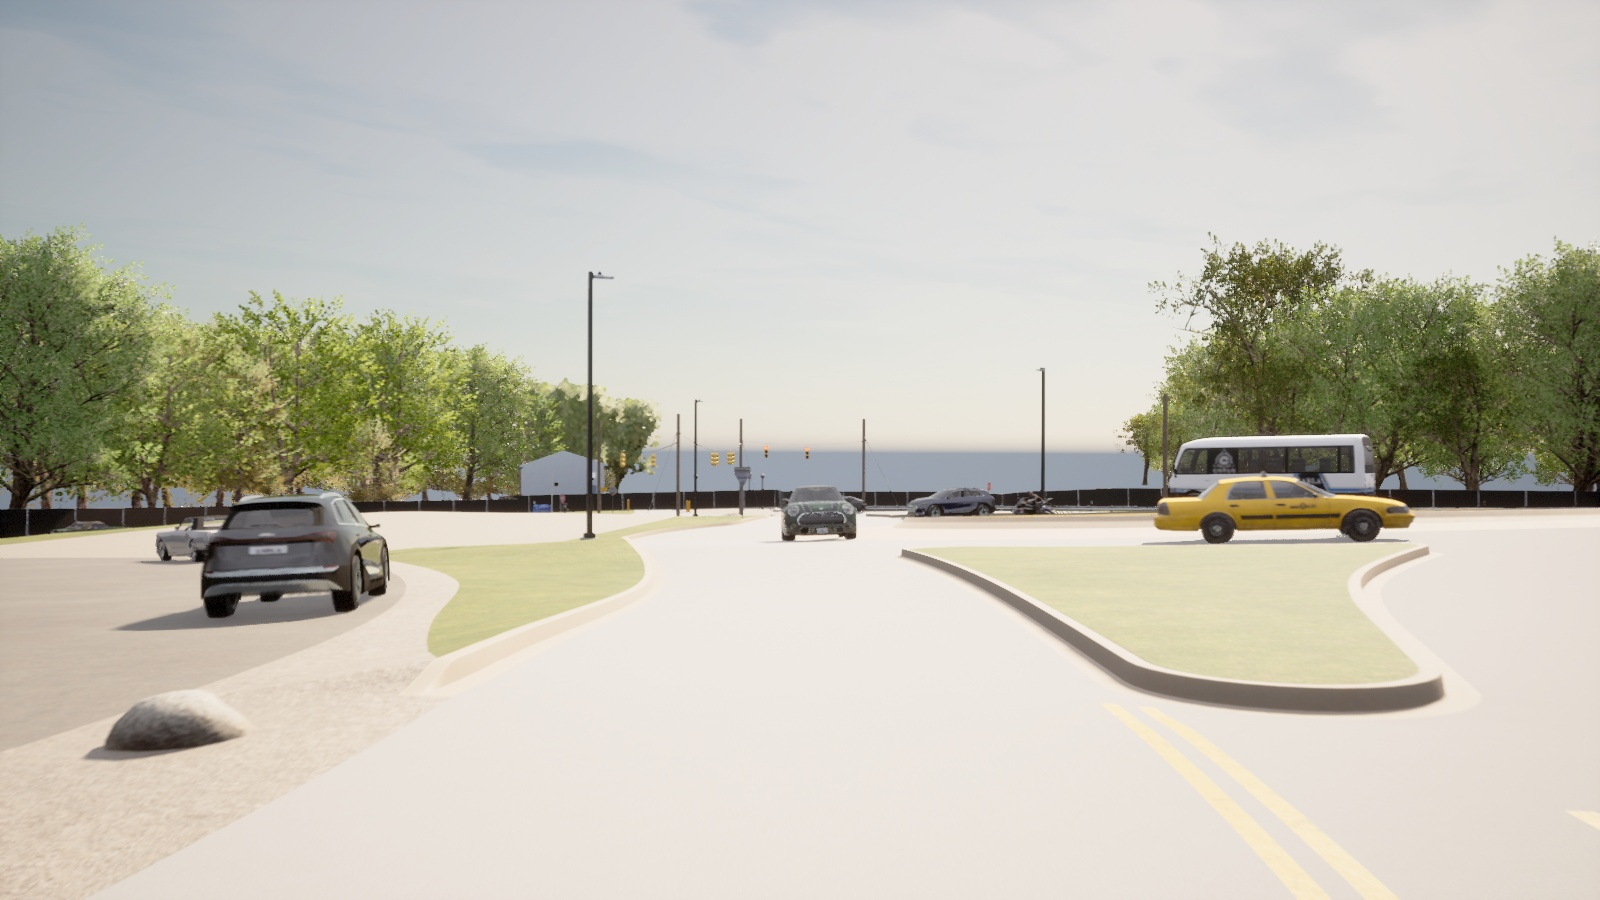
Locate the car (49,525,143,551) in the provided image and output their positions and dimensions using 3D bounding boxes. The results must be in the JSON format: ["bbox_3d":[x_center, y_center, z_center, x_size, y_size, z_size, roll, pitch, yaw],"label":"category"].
[{"bbox_3d":[-43.214,5.384,77.194,1.895,1.301,4.718,0,-1,28],"label":"car"}]

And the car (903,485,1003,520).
[{"bbox_3d":[8.063,2.742,66.369,4.856,1.649,2.033,-1,0,-23],"label":"car"}]

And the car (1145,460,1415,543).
[{"bbox_3d":[10.507,1.138,27.899,5.366,1.575,1.801,-3,-1,16],"label":"car"}]

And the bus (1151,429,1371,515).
[{"bbox_3d":[24.406,1.223,66.782,10.273,4.253,3.944,-2,-1,34],"label":"bus"}]

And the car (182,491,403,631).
[{"bbox_3d":[-7.186,1.504,18.338,2.033,1.649,4.856,-2,-2,-11],"label":"car"}]

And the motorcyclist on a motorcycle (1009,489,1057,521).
[{"bbox_3d":[11.659,2.766,62.867,2.191,1.530,0.866,0,-3,-18],"label":"motorcyclist on a motorcycle"}]

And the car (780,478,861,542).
[{"bbox_3d":[0.566,1.849,38.290,2.097,1.767,4.553,-2,-3,-3],"label":"car"}]

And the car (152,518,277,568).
[{"bbox_3d":[-16.899,2.677,36.139,1.895,1.301,4.718,1,-4,-43],"label":"car"}]
